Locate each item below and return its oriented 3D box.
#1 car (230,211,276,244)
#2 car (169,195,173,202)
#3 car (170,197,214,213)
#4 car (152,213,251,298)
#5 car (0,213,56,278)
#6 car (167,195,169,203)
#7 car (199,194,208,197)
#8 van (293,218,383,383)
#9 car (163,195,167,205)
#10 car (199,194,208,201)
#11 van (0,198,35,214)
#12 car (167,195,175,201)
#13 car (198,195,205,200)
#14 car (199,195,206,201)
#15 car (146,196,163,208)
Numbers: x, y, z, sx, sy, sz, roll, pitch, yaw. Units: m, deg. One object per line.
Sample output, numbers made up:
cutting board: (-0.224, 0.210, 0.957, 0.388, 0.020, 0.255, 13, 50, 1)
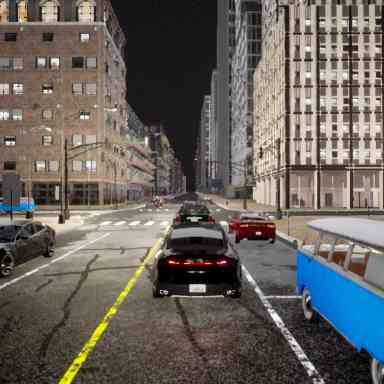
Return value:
car: (2.709, 1.545, 15.744, 1.887, 1.381, 4.507, 1, 0, 0)
car: (-5.633, 1.519, 70.800, 2.008, 1.369, 4.403, 1, 0, 0)
car: (0.082, 1.352, 17.566, 2.097, 1.767, 4.553, 0, 0, -1)
car: (0.107, 1.506, 8.473, 1.837, 1.490, 4.892, 0, 0, 0)
car: (-5.675, 1.567, 10.179, 1.947, 1.339, 4.313, 1, 0, 0)
car: (-5.640, 1.562, 59.498, 1.802, 1.307, 4.206, 1, 0, 0)
car: (2.740, 1.531, 59.491, 2.008, 1.369, 4.403, 1, 0, 0)
van: (2.704, 1.342, 4.591, 1.690, 1.788, 3.998, 1, 0, 0)
car: (-5.642, 1.426, 53.847, 1.967, 1.590, 4.097, 1, 0, 0)
car: (2.757, 1.396, 82.097, 1.967, 1.590, 4.097, 1, 0, 0)
van: (-19.711, 1.525, 37.074, 3.998, 1.788, 1.690, 0, 0, 1)
car: (-5.620, 1.475, 87.586, 1.752, 1.417, 4.829, 1, 0, 0)
car: (2.763, 1.524, 93.400, 1.802, 1.307, 4.206, 1, 0, 0)
car: (2.760, 1.474, 87.918, 1.752, 1.417, 4.829, 1, 0, 0)
car: (-5.649, 1.573, 48.194, 1.802, 1.307, 4.206, 1, 0, 0)
